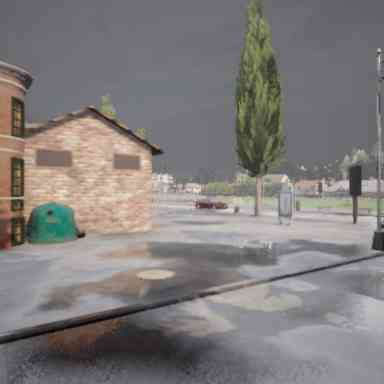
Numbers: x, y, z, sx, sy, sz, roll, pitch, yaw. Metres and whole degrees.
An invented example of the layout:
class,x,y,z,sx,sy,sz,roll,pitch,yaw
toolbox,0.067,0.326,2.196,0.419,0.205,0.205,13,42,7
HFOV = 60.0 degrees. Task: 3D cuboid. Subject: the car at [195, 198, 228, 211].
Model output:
class,x,y,z,sx,sy,sz,roll,pitch,yaw
car,2.359,1.493,40.964,1.882,1.535,5.008,0,0,-35
